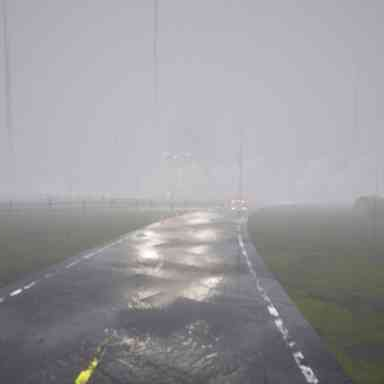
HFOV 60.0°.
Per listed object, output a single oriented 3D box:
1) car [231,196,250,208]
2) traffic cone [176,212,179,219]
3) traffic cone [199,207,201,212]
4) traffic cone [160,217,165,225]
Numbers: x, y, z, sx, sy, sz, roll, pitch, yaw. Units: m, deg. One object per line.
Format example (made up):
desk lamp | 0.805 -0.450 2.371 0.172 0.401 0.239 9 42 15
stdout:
car | 7.518 1.465 51.360 2.097 1.767 4.553 0 0 20
traffic cone | -1.208 1.986 27.881 0.340 0.580 0.340 0 0 11
traffic cone | 0.961 2.012 37.803 0.340 0.580 0.340 0 0 14
traffic cone | -2.055 1.974 22.873 0.340 0.580 0.340 0 0 9
